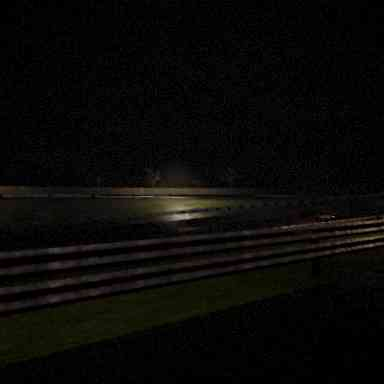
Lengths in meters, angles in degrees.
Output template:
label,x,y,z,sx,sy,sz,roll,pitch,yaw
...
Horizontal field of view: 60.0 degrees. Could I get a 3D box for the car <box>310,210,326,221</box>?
label,x,y,z,sx,sy,sz,roll,pitch,yaw
car,22.881,4.043,56.257,4.718,1.301,1.895,-3,2,-25

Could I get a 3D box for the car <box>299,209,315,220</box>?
label,x,y,z,sx,sy,sz,roll,pitch,yaw
car,21.319,3.780,59.389,4.553,1.767,2.097,-3,2,-25

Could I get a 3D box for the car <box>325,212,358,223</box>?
label,x,y,z,sx,sy,sz,roll,pitch,yaw
car,24.360,3.977,53.085,4.902,1.511,2.128,-3,2,-25
